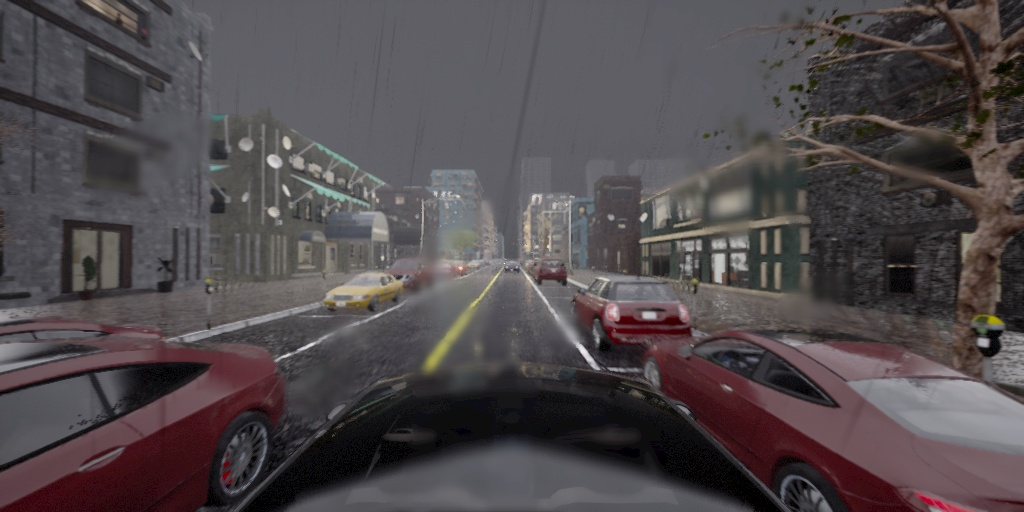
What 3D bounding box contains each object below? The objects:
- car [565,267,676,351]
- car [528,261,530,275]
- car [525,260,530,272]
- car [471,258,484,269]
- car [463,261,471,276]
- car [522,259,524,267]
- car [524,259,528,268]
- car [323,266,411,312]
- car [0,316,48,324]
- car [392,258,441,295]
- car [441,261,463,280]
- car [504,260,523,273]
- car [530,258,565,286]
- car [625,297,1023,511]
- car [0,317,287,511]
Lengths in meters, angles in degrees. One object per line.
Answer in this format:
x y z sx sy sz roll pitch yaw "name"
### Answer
2.687 1.188 8.977 1.967 1.591 4.097 0 0 0 "car"
2.677 1.314 31.109 1.948 1.339 4.313 0 0 0 "car"
2.674 1.314 36.642 1.948 1.339 4.313 0 0 0 "car"
-5.784 1.276 54.714 1.751 1.417 4.829 0 0 0 "car"
-5.706 1.188 36.640 1.967 1.591 4.097 0 0 0 "car"
2.727 1.276 53.105 1.751 1.417 4.829 0 0 0 "car"
2.679 1.294 41.869 1.888 1.381 4.507 0 0 0 "car"
-5.696 1.273 14.337 1.751 1.417 4.829 0 0 0 "car"
-5.691 1.332 3.442 1.802 1.307 4.207 0 0 0 "car"
-5.699 1.062 20.041 2.192 1.841 5.009 0 0 0 "car"
-5.704 1.330 31.106 1.802 1.307 4.207 0 0 0 "car"
-0.020 1.350 43.959 1.895 1.301 4.718 0 0 0 "car"
2.680 1.062 25.576 2.192 1.841 5.009 0 0 0 "car"
2.689 1.332 3.444 1.802 1.307 4.207 0 0 0 "car"
-3.096 1.276 1.679 1.812 1.442 4.674 0 0 0 "car"
